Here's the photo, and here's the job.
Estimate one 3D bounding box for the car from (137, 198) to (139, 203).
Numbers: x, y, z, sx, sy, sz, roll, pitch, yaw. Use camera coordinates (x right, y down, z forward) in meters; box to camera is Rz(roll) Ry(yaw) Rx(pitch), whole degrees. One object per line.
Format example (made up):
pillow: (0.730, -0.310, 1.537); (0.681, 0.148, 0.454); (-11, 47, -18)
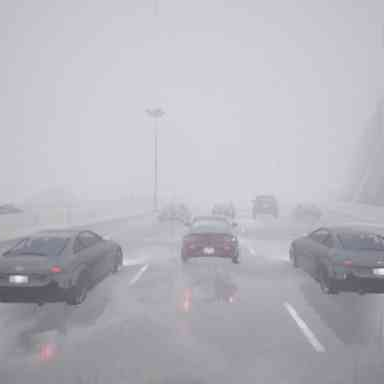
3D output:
car: (-9.417, 1.602, 64.545); (2.128, 1.511, 4.902); (0, 0, 20)

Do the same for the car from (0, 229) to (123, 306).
car: (-3.080, 1.573, 8.111); (1.994, 1.385, 4.181); (0, 0, 3)

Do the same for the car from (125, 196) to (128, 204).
car: (-12.785, 1.605, 65.551); (2.128, 1.511, 4.902); (0, 0, 20)

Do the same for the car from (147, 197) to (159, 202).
car: (-6.137, 1.612, 63.321); (1.837, 1.490, 4.892); (0, 0, 20)

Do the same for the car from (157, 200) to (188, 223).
car: (-1.250, 1.595, 25.886); (2.033, 1.411, 5.357); (0, 0, 9)

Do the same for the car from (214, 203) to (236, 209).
car: (2.950, 1.663, 29.631); (1.895, 1.301, 4.718); (0, 0, 10)

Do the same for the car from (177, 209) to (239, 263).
car: (0.675, 1.550, 12.046); (1.812, 1.442, 4.674); (0, 0, 4)

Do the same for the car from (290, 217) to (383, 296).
car: (3.963, 1.588, 8.741); (1.994, 1.385, 4.181); (0, 0, 3)

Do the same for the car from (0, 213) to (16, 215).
car: (-12.693, 1.507, 20.908); (2.128, 1.511, 4.902); (0, 0, 7)

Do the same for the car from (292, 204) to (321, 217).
car: (10.026, 1.676, 29.453); (1.895, 1.301, 4.718); (0, 0, 11)

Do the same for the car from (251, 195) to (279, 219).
car: (6.609, 1.292, 30.191); (2.150, 2.045, 5.566); (0, 0, 11)
